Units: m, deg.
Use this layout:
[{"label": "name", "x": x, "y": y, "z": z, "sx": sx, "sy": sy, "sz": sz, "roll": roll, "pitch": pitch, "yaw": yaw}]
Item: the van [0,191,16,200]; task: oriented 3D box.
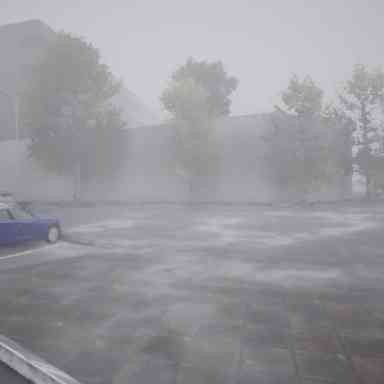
[{"label": "van", "x": -9.187, "y": 0.923, "z": 13.835, "sx": 1.878, "sy": 1.987, "sz": 4.442, "roll": 1, "pitch": 0, "yaw": 17}]

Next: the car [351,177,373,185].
[{"label": "car", "x": 43.138, "y": -2.730, "z": 84.539, "sx": 4.553, "sy": 1.767, "sz": 2.185, "roll": -4, "pitch": 1, "yaw": -7}]

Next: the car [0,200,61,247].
[{"label": "car", "x": -6.843, "y": 1.223, "z": 11.905, "sx": 2.097, "sy": 1.535, "sz": 5.008, "roll": 1, "pitch": 0, "yaw": 17}]

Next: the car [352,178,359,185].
[{"label": "car", "x": 42.545, "y": -2.518, "z": 81.636, "sx": 5.008, "sy": 1.535, "sz": 2.097, "roll": -4, "pitch": 1, "yaw": -7}]
